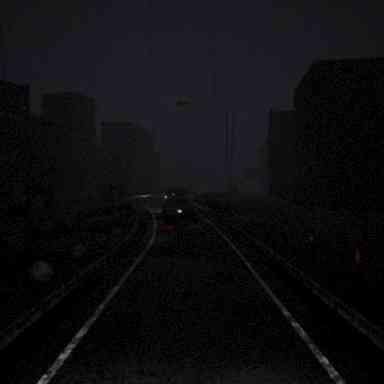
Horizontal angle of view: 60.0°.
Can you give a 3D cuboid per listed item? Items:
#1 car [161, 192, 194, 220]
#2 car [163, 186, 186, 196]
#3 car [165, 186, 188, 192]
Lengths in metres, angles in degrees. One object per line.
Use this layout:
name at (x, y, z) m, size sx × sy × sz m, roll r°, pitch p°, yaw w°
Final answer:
car at (-1.070, 1.013, 22.814) m, size 1.994 × 1.385 × 4.181 m, roll 0°, pitch 5°, yaw -9°
car at (-2.583, -0.120, 51.142) m, size 2.033 × 1.411 × 5.357 m, roll 1°, pitch 1°, yaw 14°
car at (-1.692, -0.001, 40.559) m, size 1.837 × 1.490 × 4.892 m, roll 0°, pitch 1°, yaw 11°
